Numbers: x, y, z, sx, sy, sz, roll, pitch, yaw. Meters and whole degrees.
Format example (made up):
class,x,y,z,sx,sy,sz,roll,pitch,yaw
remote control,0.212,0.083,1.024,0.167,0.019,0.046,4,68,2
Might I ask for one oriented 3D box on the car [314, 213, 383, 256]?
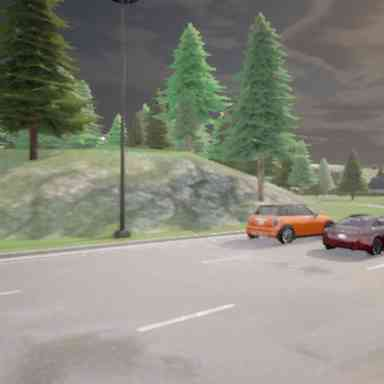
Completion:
class,x,y,z,sx,sy,sz,roll,pitch,yaw
car,7.054,1.561,13.139,4.181,1.385,1.994,0,0,-35

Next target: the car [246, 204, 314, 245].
class,x,y,z,sx,sy,sz,roll,pitch,yaw
car,4.770,1.348,15.813,4.553,1.767,2.097,0,0,-35
